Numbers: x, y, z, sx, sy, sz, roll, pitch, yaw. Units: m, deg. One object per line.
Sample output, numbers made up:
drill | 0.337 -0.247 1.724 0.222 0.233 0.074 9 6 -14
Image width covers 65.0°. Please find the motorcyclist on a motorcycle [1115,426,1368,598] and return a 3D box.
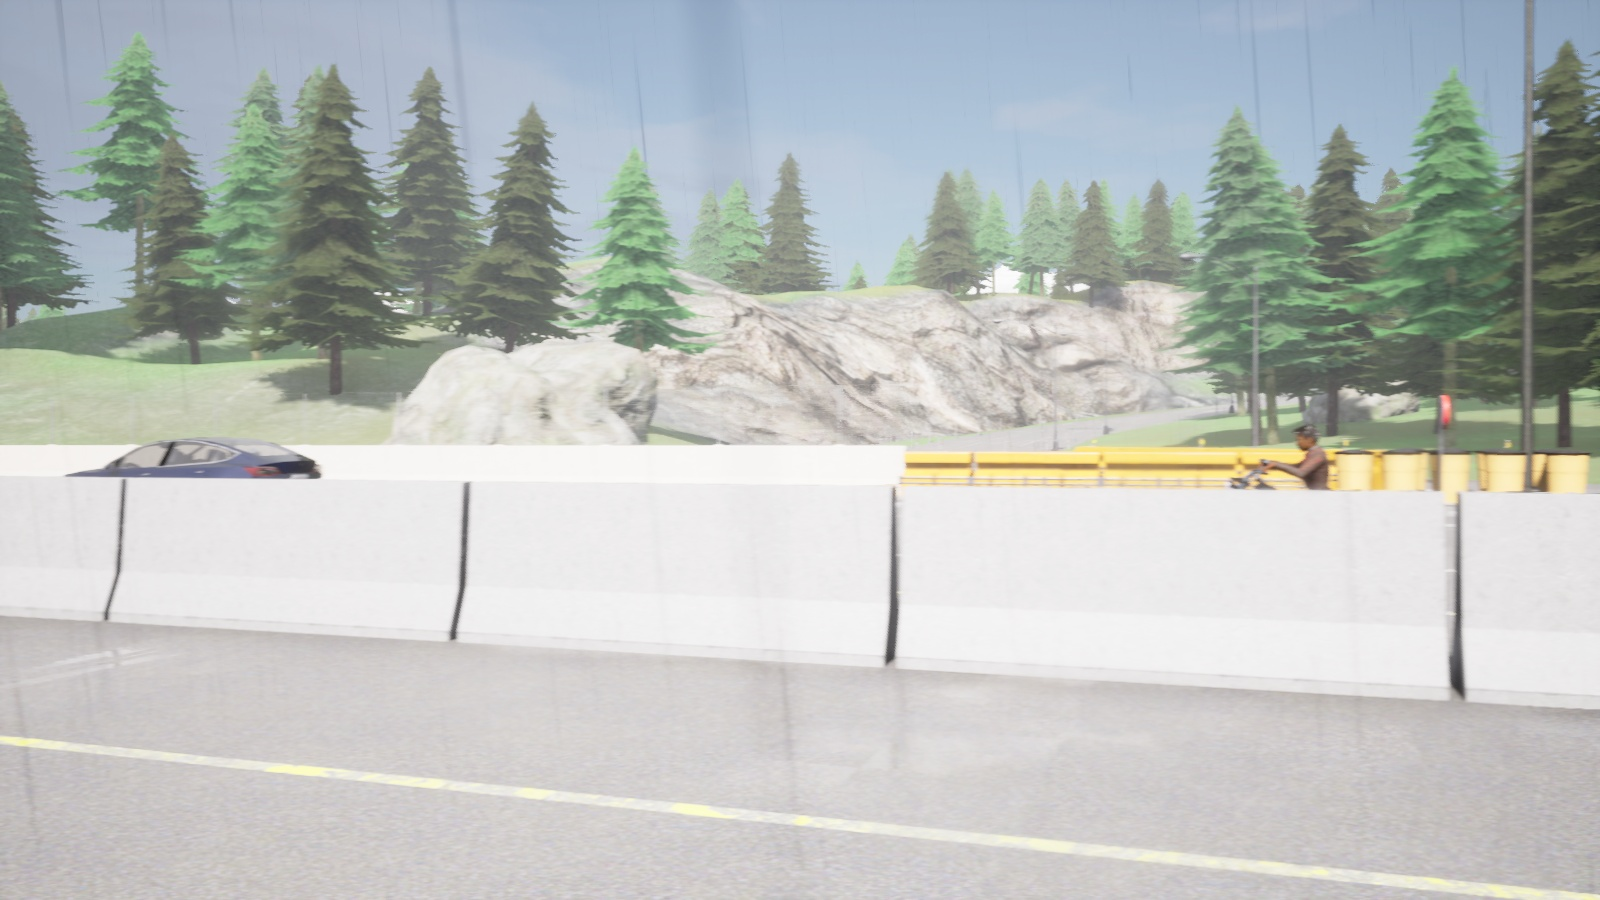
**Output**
motorcyclist on a motorcycle | 4.446 0.589 12.774 2.350 1.649 0.766 0 1 19

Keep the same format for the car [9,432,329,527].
car | -10.821 0.439 21.604 4.792 1.488 2.163 1 1 19
